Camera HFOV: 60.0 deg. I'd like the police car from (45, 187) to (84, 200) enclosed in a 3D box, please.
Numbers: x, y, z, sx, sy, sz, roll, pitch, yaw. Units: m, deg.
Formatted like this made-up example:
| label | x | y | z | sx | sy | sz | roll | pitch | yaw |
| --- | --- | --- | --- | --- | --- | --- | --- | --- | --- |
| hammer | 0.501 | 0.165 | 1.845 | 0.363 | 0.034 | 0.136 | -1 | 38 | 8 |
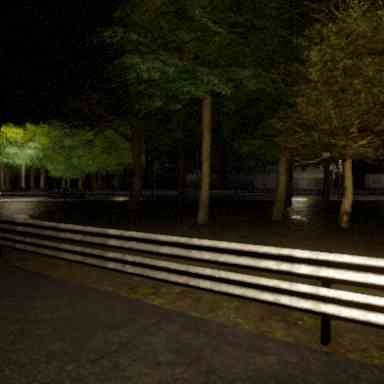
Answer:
| label | x | y | z | sx | sy | sz | roll | pitch | yaw |
| --- | --- | --- | --- | --- | --- | --- | --- | --- | --- |
| police car | -16.899 | 0.201 | 44.473 | 5.238 | 1.638 | 1.930 | 0 | 1 | -3 |
